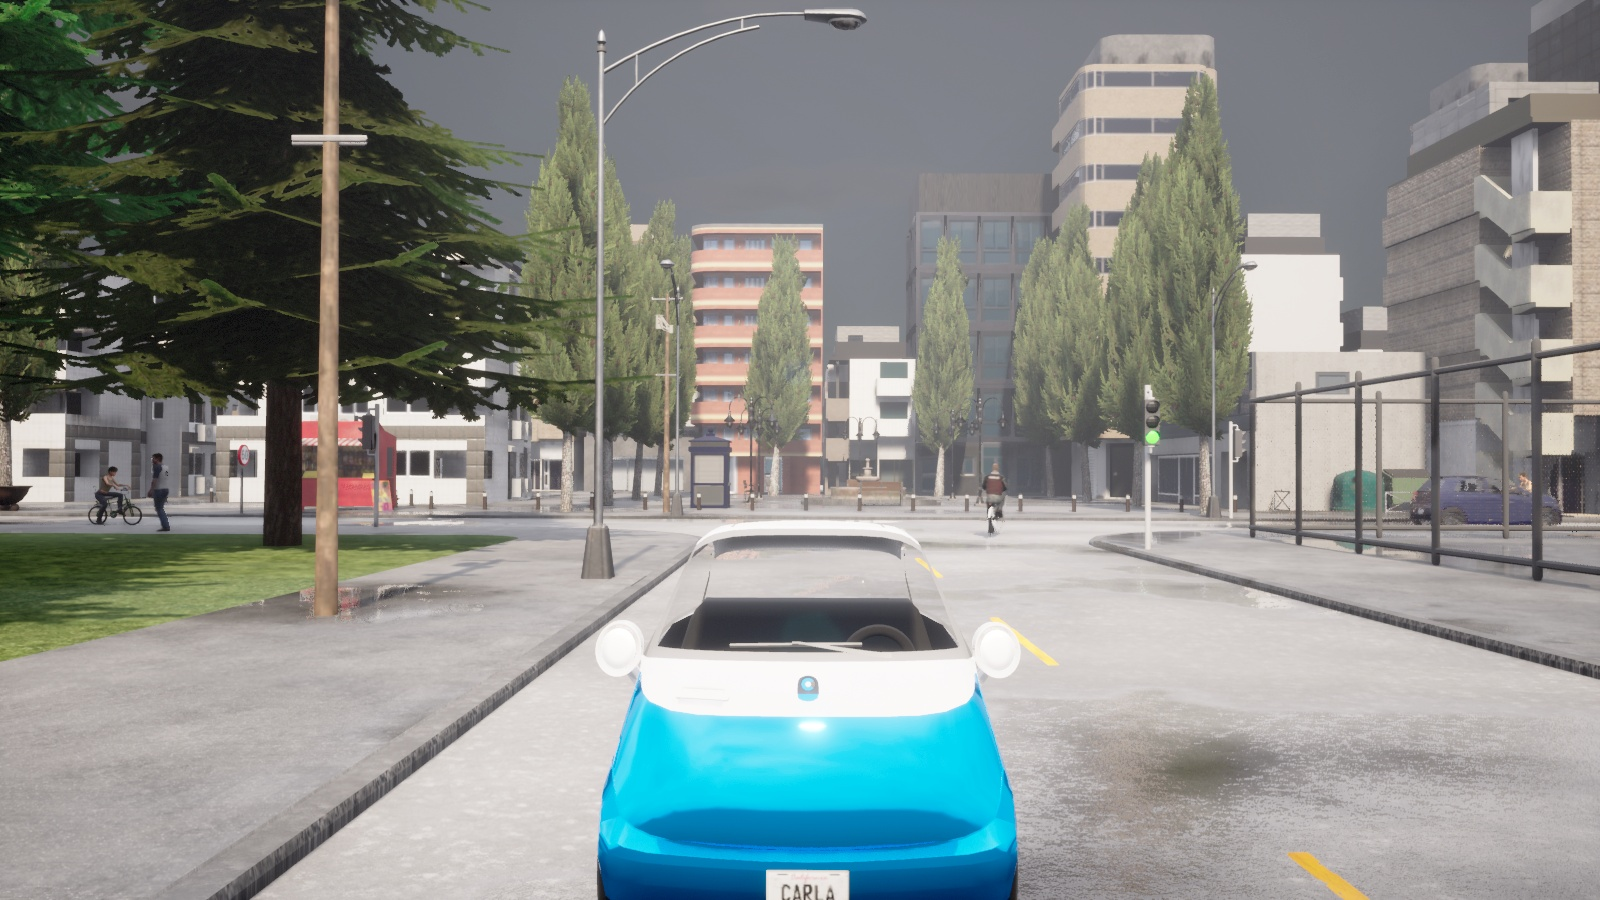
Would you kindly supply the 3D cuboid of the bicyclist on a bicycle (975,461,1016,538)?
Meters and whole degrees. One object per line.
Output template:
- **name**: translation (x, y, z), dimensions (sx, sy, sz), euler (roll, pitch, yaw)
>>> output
- **bicyclist on a bicycle**: translation (4.747, 1.176, 30.414), dimensions (0.659, 1.776, 1.843), euler (1, 0, 18)

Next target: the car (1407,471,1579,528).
- **car**: translation (18.842, 1.327, 34.256), dimensions (3.633, 1.501, 1.845), euler (0, -1, 0)

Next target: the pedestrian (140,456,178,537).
- **pedestrian**: translation (-14.742, 1.067, 28.889), dimensions (0.706, 1.836, 0.354), euler (0, -1, -4)

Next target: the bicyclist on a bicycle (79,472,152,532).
- **bicyclist on a bicycle**: translation (-18.738, 1.402, 34.391), dimensions (1.509, 1.612, 0.866), euler (0, -1, 1)

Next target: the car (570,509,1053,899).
- **car**: translation (0.037, 0.953, 4.965), dimensions (1.481, 1.376, 2.207), euler (0, -1, 0)
